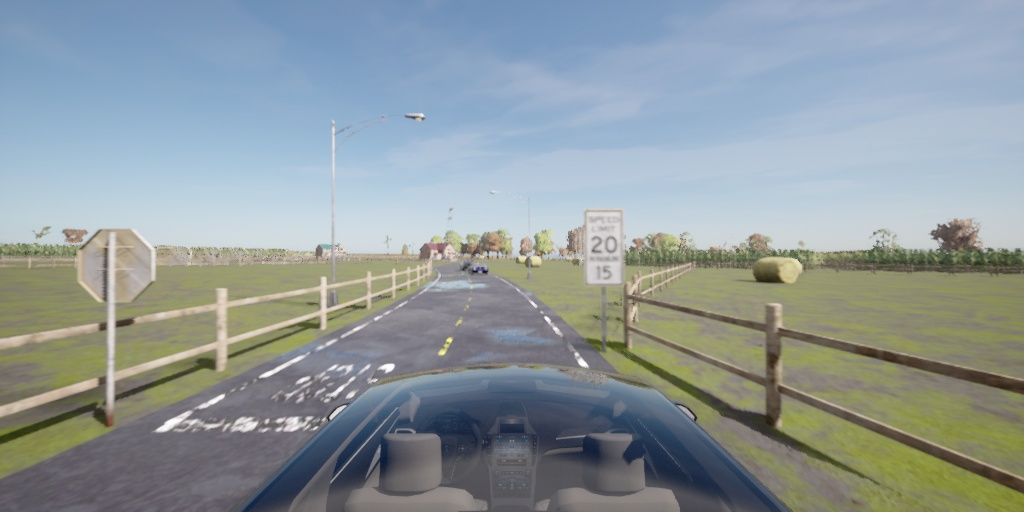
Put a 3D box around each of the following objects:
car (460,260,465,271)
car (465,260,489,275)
[{"bbox_3d":[-6.247,1.309,50.788,1.837,1.490,4.892,0,0,-14],"label":"car"},{"bbox_3d":[-3.796,1.405,39.922,1.895,1.301,4.718,0,0,-12],"label":"car"}]
